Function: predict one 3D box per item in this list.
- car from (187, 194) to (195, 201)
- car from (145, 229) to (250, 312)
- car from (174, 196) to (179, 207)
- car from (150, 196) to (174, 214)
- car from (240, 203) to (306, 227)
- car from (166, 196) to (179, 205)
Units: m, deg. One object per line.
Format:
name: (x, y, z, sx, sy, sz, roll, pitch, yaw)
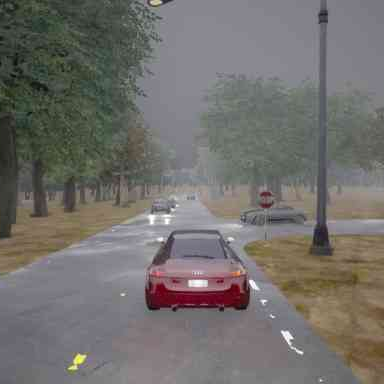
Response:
car: (-0.174, 1.199, 75.314, 1.837, 1.490, 4.892, 0, 0, 0)
car: (0.090, 1.558, 7.796, 1.994, 1.385, 4.181, 0, 0, 0)
car: (-3.190, 1.441, 45.051, 2.033, 1.411, 5.357, 0, 0, 0)
car: (-3.175, 1.432, 34.656, 1.837, 1.490, 4.892, 1, 0, 0)
car: (5.319, 1.462, 22.001, 4.181, 1.385, 1.994, -1, 1, -7)
car: (-3.213, 1.363, 55.927, 1.812, 1.442, 4.674, 0, 1, 0)
